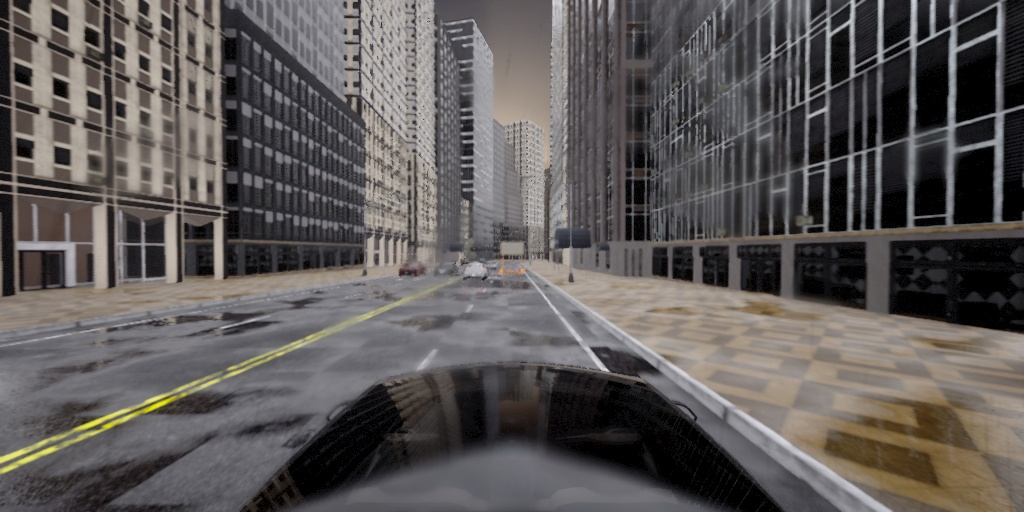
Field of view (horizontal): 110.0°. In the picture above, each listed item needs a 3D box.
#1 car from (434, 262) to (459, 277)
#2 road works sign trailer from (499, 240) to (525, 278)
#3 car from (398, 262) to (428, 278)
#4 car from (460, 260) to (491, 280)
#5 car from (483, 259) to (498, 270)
[{"bbox_3d":[-6.588,1.314,36.206,2.128,1.511,4.902,0,0,0],"label":"car"},{"bbox_3d":[0.009,0.283,34.914,2.380,3.560,2.880,0,0,1],"label":"road works sign trailer"},{"bbox_3d":[-9.837,1.299,35.901,1.882,1.535,5.008,0,0,0],"label":"car"},{"bbox_3d":[-3.147,1.338,31.620,1.812,1.442,4.674,0,0,0],"label":"car"},{"bbox_3d":[-3.145,1.459,53.469,1.895,1.301,4.718,0,0,0],"label":"car"}]
